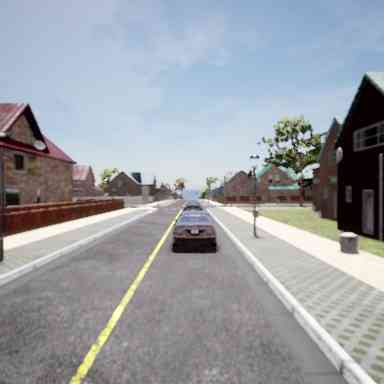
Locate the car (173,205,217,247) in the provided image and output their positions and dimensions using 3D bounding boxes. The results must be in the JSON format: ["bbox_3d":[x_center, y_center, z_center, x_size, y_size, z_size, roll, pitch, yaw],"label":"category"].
[{"bbox_3d":[0.105,1.552,15.112,2.033,1.411,5.357,0,0,0],"label":"car"}]

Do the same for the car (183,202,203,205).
[{"bbox_3d":[0.107,1.627,32.841,1.994,1.385,4.181,0,0,0],"label":"car"}]
